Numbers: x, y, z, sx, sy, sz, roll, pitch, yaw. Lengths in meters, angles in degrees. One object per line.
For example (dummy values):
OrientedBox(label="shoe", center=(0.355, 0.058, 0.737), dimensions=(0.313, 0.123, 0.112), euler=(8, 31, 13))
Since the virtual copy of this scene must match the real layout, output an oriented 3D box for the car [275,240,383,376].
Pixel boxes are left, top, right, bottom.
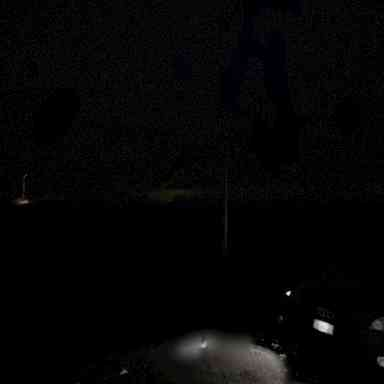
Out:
OrientedBox(label="car", center=(3.308, 1.528, 5.328), dimensions=(4.181, 1.385, 1.994), euler=(0, 1, -34))
